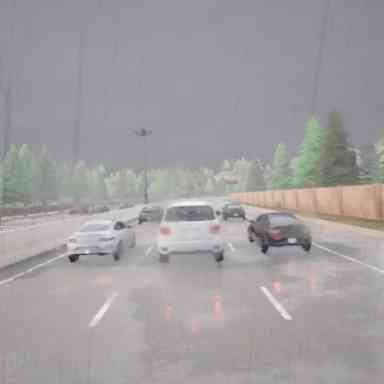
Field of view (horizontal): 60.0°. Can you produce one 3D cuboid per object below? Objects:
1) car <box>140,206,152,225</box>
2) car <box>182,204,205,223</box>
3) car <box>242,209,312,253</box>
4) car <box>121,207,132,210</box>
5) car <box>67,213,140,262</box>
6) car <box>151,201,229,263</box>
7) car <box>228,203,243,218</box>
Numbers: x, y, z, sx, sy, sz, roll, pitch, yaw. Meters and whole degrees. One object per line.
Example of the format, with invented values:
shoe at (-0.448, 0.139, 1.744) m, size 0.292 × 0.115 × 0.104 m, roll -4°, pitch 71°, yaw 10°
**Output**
car at (-3.380, 1.948, 28.735) m, size 2.128 × 1.511 × 4.902 m, roll -2°, pitch -1°, yaw 1°
car at (0.133, 1.860, 29.719) m, size 1.812 × 1.442 × 4.674 m, roll -2°, pitch -1°, yaw 1°
car at (3.494, 1.554, 13.870) m, size 1.812 × 1.442 × 4.674 m, roll -2°, pitch -1°, yaw 0°
car at (-10.256, 2.550, 52.479) m, size 1.994 × 1.385 × 4.181 m, roll -2°, pitch -1°, yaw 1°
car at (-3.504, 1.813, 13.446) m, size 1.812 × 1.442 × 4.674 m, roll -2°, pitch -1°, yaw 0°
car at (-0.029, 1.373, 12.941) m, size 2.150 × 2.045 × 5.566 m, roll -2°, pitch 0°, yaw 0°
car at (3.630, 1.728, 29.671) m, size 1.812 × 1.442 × 4.674 m, roll -2°, pitch -1°, yaw 1°
